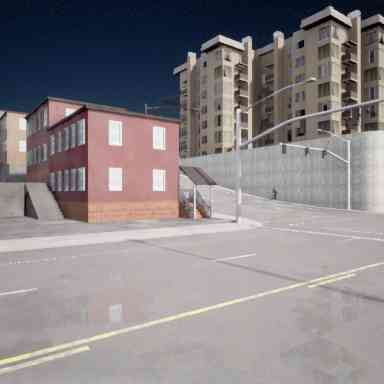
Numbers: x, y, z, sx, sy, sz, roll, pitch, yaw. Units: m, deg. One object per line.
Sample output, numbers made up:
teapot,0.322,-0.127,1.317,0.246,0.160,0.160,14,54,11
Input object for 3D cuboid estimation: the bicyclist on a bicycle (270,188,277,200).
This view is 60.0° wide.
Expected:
bicyclist on a bicycle,11.200,0.301,45.389,1.656,1.620,0.582,0,6,-35
